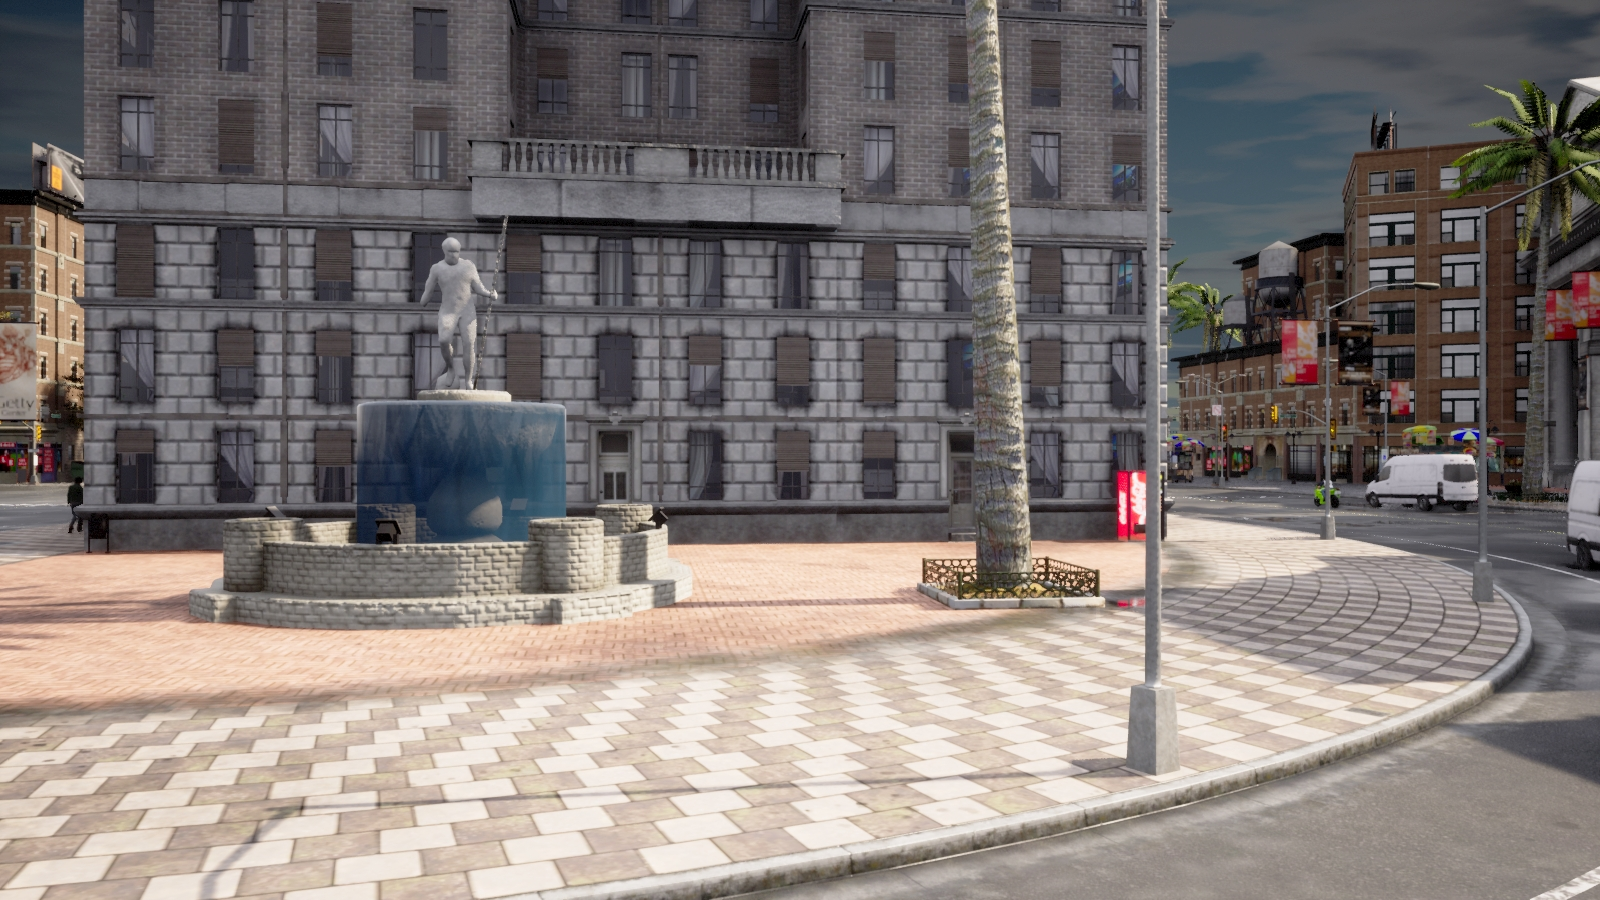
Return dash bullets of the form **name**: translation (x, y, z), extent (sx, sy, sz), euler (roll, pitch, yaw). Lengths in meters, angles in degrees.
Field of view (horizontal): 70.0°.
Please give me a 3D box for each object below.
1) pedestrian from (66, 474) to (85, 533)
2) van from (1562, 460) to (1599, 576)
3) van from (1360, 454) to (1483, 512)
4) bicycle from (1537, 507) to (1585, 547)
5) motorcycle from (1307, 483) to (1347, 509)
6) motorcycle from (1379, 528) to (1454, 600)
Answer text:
- **pedestrian**: translation (-22.938, 1.697, 36.183), extent (0.375, 1.860, 0.375), euler (0, 0, -6)
- **van**: translation (18.588, 1.534, 24.466), extent (1.988, 2.561, 5.915), euler (0, 0, 15)
- **van**: translation (29.229, 1.528, 54.033), extent (1.988, 2.561, 5.915), euler (0, -1, -7)
- **bicycle**: translation (22.527, 2.256, 33.843), extent (0.859, 1.080, 1.487), euler (0, 0, 20)
- **motorcycle**: translation (25.547, 2.213, 55.422), extent (0.803, 1.145, 2.033), euler (0, 0, -7)
- **motorcycle**: translation (11.995, 2.182, 22.209), extent (0.856, 1.236, 1.805), euler (-2, -1, 42)
